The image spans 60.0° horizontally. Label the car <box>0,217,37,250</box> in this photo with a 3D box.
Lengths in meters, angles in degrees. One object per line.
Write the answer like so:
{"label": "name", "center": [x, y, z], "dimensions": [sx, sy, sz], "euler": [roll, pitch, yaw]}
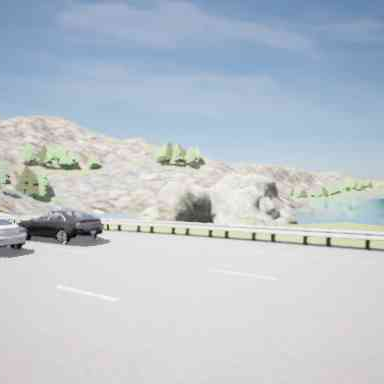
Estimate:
{"label": "car", "center": [-8.760, 1.686, 13.665], "dimensions": [4.674, 1.442, 1.812], "euler": [0, 0, 31]}

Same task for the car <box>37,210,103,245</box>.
{"label": "car", "center": [-6.584, 1.652, 16.446], "dimensions": [4.902, 1.511, 2.128], "euler": [-1, 0, 31]}
